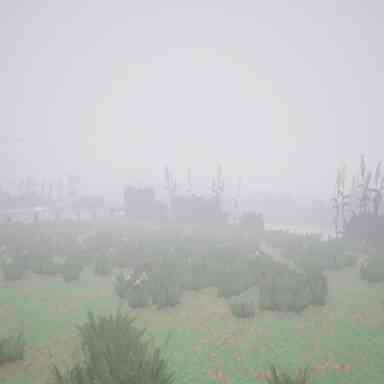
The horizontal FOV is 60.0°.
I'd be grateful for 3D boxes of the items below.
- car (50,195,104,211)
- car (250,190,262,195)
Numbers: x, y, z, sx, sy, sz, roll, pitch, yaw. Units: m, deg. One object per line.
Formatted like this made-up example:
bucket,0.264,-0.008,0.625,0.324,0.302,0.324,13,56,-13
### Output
car,-10.355,1.107,30.306,1.837,1.490,4.892,0,3,41
car,10.346,0.765,47.434,2.150,2.045,5.566,0,-2,44
